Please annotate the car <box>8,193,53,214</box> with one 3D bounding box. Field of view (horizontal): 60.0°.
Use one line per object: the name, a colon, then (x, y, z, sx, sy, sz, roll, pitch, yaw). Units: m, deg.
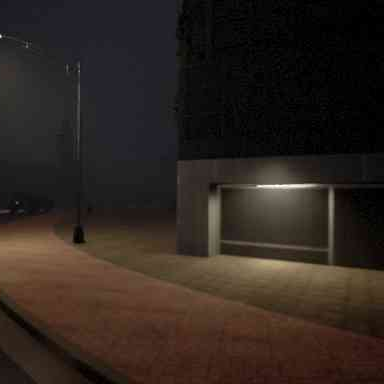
car: (-16.136, 1.110, 33.479, 2.150, 2.045, 5.566, 0, 0, 2)
